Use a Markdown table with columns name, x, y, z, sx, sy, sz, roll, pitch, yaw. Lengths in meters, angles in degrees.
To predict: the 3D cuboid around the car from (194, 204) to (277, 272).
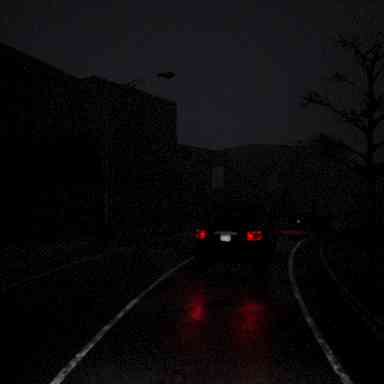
| name | x | y | z | sx | sy | sz | roll | pitch | yaw |
| --- | --- | --- | --- | --- | --- | --- | --- | --- | --- |
| car | 1.731 | 1.428 | 11.868 | 2.150 | 2.045 | 5.566 | 0 | -1 | 17 |

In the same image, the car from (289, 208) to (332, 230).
| name | x | y | z | sx | sy | sz | roll | pitch | yaw |
| --- | --- | --- | --- | --- | --- | --- | --- | --- | --- |
| car | 9.282 | 2.015 | 25.887 | 1.882 | 1.535 | 5.008 | 0 | -1 | 40 |
